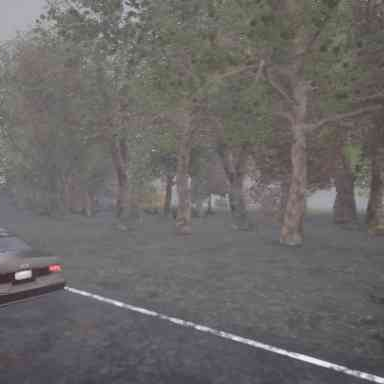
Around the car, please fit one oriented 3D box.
[{"bbox_3d":[-4.915,1.453,7.179,5.357,1.411,2.033,0,-1,36],"label":"car"}]
